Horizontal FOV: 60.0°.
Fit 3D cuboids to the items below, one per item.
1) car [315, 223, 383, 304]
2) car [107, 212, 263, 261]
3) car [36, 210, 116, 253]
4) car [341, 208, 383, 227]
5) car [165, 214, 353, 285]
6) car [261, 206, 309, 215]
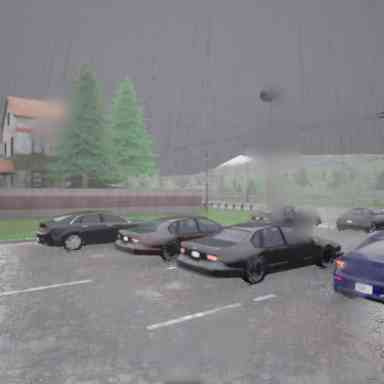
[{"bbox_3d":[4.932,1.554,7.260,4.674,1.442,1.812,0,0,-36],"label":"car"},{"bbox_3d":[-0.107,1.572,12.272,5.357,1.411,2.033,0,0,-36],"label":"car"},{"bbox_3d":[-3.820,1.523,13.926,4.892,1.490,1.837,0,0,-35],"label":"car"},{"bbox_3d":[10.460,1.635,19.808,4.181,1.385,1.994,0,0,-35],"label":"car"},{"bbox_3d":[2.129,1.573,9.564,5.357,1.411,2.033,0,0,-35],"label":"car"},{"bbox_3d":[5.870,1.607,20.832,5.357,1.411,2.033,0,0,-36],"label":"car"}]
